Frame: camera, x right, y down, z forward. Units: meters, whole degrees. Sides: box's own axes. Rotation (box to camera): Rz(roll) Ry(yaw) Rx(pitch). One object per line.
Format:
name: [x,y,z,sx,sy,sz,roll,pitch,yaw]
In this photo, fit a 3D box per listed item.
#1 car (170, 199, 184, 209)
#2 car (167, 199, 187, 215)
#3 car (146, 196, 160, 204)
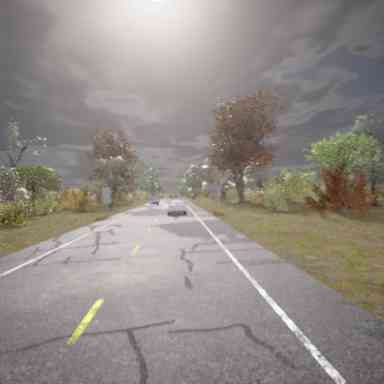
car: [-2.155,1.662,47.256,1.895,1.301,4.718,-2,0,-2]
car: [-1.578,1.557,34.783,1.812,1.442,4.674,-2,0,-3]
car: [-5.845,1.314,50.132,1.837,1.490,4.892,-2,0,-3]
